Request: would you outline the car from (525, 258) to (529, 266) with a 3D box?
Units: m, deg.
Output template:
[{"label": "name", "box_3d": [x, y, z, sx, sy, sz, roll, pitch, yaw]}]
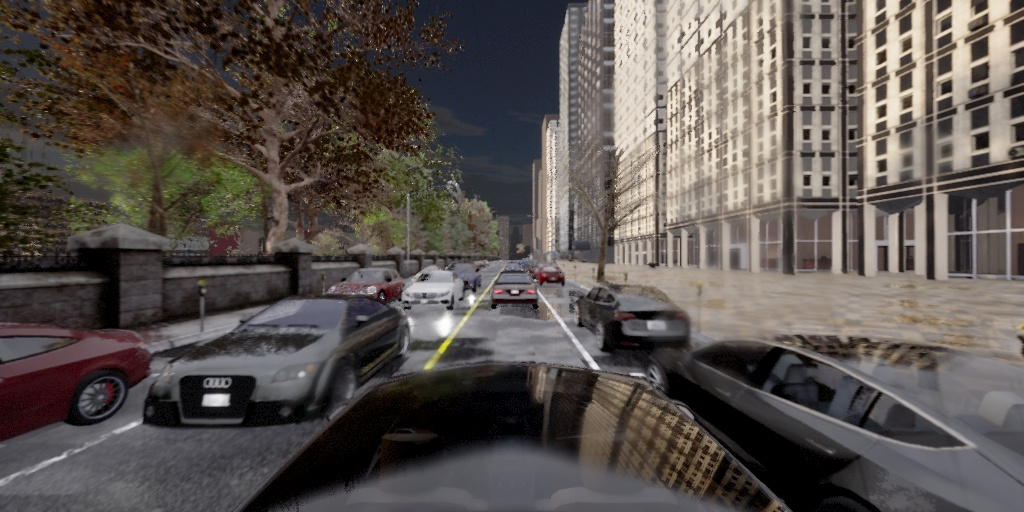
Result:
[{"label": "car", "box_3d": [2.697, 1.282, 36.916, 1.967, 1.591, 4.097, 0, 0, 0]}]

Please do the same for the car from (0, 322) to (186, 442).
[{"label": "car", "box_3d": [-5.692, 1.336, 3.125, 1.802, 1.307, 4.207, 0, 0, 0]}]

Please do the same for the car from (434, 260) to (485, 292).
[{"label": "car", "box_3d": [-2.996, 1.151, 21.607, 2.097, 1.767, 4.553, 0, 0, 0]}]

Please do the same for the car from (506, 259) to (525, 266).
[{"label": "car", "box_3d": [0.108, 1.403, 41.063, 2.033, 1.411, 5.357, 0, 0, 0]}]

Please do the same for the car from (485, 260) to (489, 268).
[{"label": "car", "box_3d": [-5.677, 1.480, 65.079, 1.888, 1.381, 4.507, 0, 0, 0]}]

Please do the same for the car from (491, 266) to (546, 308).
[{"label": "car", "box_3d": [0.103, 1.330, 15.308, 2.033, 1.411, 5.357, 0, 0, 0]}]

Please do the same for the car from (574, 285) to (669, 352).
[{"label": "car", "box_3d": [2.690, 1.332, 8.756, 1.948, 1.339, 4.313, 0, 0, 0]}]

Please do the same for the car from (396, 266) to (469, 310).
[{"label": "car", "box_3d": [-3.072, 1.307, 14.880, 1.812, 1.442, 4.674, 0, 0, 0]}]

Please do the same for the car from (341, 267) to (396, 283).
[{"label": "car", "box_3d": [-5.689, 1.220, 14.390, 1.967, 1.591, 4.097, 0, 0, 0]}]

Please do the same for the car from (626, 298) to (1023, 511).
[{"label": "car", "box_3d": [2.689, 1.319, 3.123, 1.948, 1.339, 4.313, 0, 0, 0]}]

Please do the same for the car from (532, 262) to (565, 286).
[{"label": "car", "box_3d": [2.695, 1.355, 25.653, 1.888, 1.381, 4.507, 0, 0, 0]}]

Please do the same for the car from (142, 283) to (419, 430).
[{"label": "car", "box_3d": [-3.082, 1.324, 5.734, 1.994, 1.385, 4.181, 0, 0, 0]}]

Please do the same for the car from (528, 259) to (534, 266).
[{"label": "car", "box_3d": [2.696, 1.265, 31.285, 1.967, 1.591, 4.097, 0, 0, 0]}]
